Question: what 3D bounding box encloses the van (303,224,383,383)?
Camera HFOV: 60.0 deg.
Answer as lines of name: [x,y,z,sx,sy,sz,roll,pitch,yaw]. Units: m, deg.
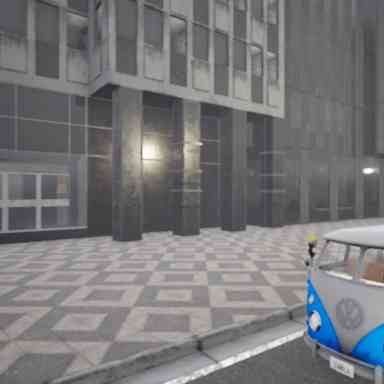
van: [3.307,1.344,4.767,3.998,1.788,1.690,0,0,-35]
